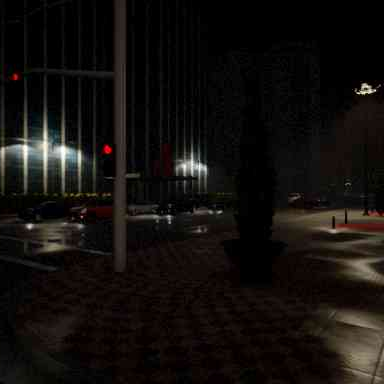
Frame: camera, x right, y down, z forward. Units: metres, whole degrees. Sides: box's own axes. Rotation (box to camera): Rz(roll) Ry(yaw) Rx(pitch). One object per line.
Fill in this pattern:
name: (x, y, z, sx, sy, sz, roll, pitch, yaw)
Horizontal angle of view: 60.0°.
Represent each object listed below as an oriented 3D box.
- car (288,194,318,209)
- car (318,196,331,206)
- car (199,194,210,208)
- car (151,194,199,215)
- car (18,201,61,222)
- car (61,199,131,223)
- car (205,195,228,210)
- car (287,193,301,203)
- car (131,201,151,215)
car: (15.332, 1.478, 45.879, 1.882, 1.535, 5.008, 0, 0, 35)
car: (21.294, 1.352, 54.431, 2.097, 1.767, 4.553, 0, 0, 35)
car: (0.610, 1.221, 43.445, 2.150, 2.045, 5.566, 0, 0, 35)
car: (-1.663, 1.352, 34.086, 2.097, 1.767, 4.553, 0, 0, 35)
car: (-11.190, 1.478, 26.550, 1.882, 1.535, 5.008, 0, 0, 35)
car: (-7.355, 1.352, 25.927, 2.097, 1.767, 4.553, 0, 0, 35)
car: (4.179, 1.492, 42.442, 2.128, 1.511, 4.902, 0, 0, 35)
car: (17.618, 1.221, 55.281, 2.150, 2.045, 5.566, 0, 0, 35)
car: (-5.525, 1.601, 34.674, 1.895, 1.301, 4.718, 0, 0, 35)
